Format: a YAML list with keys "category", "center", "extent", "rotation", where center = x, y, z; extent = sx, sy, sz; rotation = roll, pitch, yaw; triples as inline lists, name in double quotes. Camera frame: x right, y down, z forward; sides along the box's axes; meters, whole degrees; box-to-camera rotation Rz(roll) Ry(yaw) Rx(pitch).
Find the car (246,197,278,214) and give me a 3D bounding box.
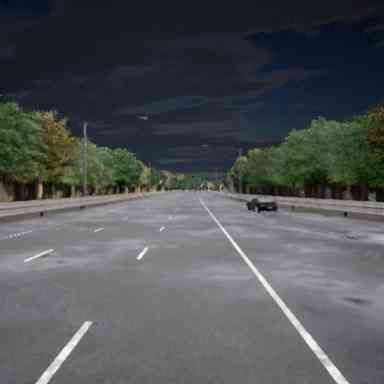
- category: "car"
  center: [6.812, 1.274, 33.011]
  extent: [1.882, 1.535, 5.008]
  rotation: [0, 0, -8]
